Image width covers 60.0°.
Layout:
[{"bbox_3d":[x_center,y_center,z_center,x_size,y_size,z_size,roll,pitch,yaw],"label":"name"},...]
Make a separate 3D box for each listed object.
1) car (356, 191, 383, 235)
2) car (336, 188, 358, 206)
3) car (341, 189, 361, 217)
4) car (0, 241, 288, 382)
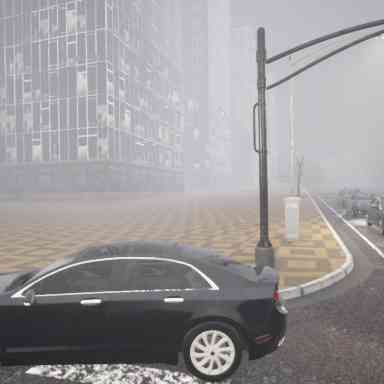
[{"bbox_3d":[8.882,0.928,14.489,2.128,1.511,4.902,-1,2,18],"label":"car"},{"bbox_3d":[12.855,0.454,26.870,2.128,1.511,4.902,-1,2,18],"label":"car"},{"bbox_3d":[10.895,0.759,20.794,1.994,1.385,4.181,-1,2,17],"label":"car"},{"bbox_3d":[-1.153,1.505,4.795,4.892,1.490,1.837,0,0,0],"label":"car"}]
